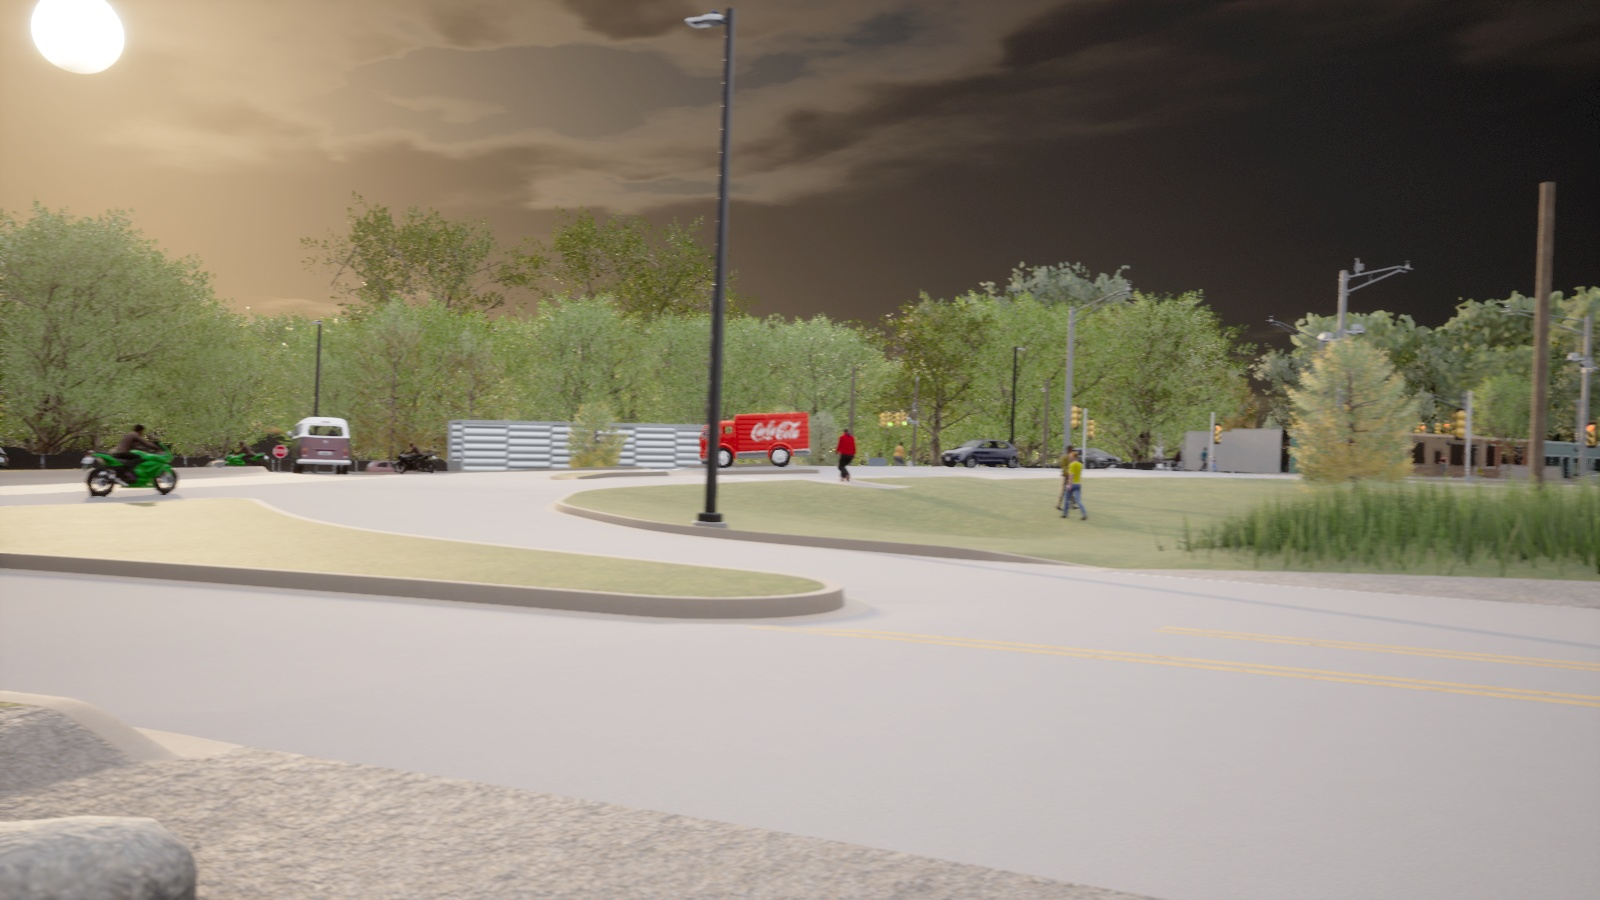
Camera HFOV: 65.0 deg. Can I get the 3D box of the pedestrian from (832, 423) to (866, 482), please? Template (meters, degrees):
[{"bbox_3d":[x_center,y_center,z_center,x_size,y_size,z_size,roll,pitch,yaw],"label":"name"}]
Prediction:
[{"bbox_3d":[1.564,0.085,40.098,0.634,1.844,0.899,1,0,-33],"label":"pedestrian"}]

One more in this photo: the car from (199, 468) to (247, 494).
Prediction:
[{"bbox_3d":[-38.436,2.039,83.537,1.801,1.575,5.366,-1,1,-36],"label":"car"}]

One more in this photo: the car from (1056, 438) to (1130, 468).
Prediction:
[{"bbox_3d":[19.369,0.241,83.110,2.242,1.667,4.611,1,-4,-28],"label":"car"}]

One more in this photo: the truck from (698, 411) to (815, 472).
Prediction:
[{"bbox_3d":[-1.978,-0.404,58.421,5.204,2.467,2.627,-4,0,0],"label":"truck"}]

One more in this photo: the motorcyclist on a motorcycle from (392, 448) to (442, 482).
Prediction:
[{"bbox_3d":[-18.093,0.703,59.334,2.044,1.523,0.797,-3,0,2],"label":"motorcyclist on a motorcycle"}]

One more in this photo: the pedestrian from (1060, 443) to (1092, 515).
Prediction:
[{"bbox_3d":[7.187,0.752,32.690,0.354,1.836,0.706,1,0,-36],"label":"pedestrian"}]

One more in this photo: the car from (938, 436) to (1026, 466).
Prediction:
[{"bbox_3d":[9.150,0.028,63.157,4.193,1.474,1.816,0,1,-33],"label":"car"}]

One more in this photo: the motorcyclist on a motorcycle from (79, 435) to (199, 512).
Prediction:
[{"bbox_3d":[-13.737,0.463,26.160,0.797,1.523,2.044,-1,1,31],"label":"motorcyclist on a motorcycle"}]

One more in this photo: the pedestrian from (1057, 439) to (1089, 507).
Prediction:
[{"bbox_3d":[7.458,0.619,34.324,0.431,1.840,0.709,1,0,-35],"label":"pedestrian"}]

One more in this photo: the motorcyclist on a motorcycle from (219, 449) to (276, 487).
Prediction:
[{"bbox_3d":[-23.893,0.801,54.315,2.044,1.523,0.797,-3,-2,1],"label":"motorcyclist on a motorcycle"}]

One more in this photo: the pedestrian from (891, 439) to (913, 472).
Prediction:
[{"bbox_3d":[5.761,0.323,70.921,0.900,1.855,0.874,1,0,-26],"label":"pedestrian"}]

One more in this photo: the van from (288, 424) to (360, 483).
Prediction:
[{"bbox_3d":[-17.479,0.187,45.987,2.069,2.038,4.480,1,-1,-26],"label":"van"}]

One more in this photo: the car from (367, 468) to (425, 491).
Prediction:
[{"bbox_3d":[-28.644,2.059,88.974,3.633,1.501,1.845,0,1,-27],"label":"car"}]

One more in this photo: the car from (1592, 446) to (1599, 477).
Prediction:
[{"bbox_3d":[38.559,0.598,55.775,2.033,1.411,5.357,1,0,-29],"label":"car"}]

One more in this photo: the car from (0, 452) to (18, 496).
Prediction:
[{"bbox_3d":[-35.597,1.059,52.366,4.611,1.667,2.242,-1,-5,-14],"label":"car"}]
